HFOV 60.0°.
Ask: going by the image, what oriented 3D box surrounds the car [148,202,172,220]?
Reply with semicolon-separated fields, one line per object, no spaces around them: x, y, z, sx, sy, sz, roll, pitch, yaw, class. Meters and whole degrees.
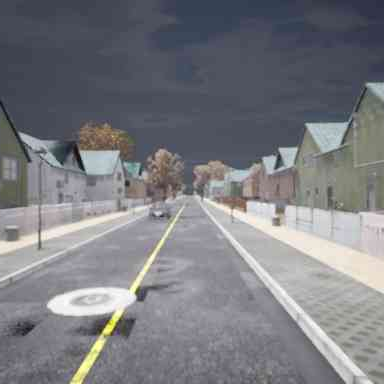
-2.841;1.688;30.257;2.128;1.511;4.902;0;0;0;car
